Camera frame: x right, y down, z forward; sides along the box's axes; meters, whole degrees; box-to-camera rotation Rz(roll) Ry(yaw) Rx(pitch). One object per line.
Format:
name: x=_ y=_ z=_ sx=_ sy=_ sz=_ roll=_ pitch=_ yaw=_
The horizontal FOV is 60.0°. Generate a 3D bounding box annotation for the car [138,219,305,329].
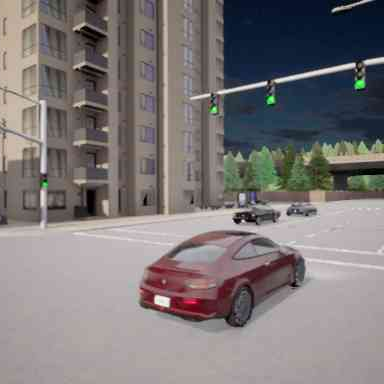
car: x=0.889 y=1.547 z=7.086 sx=1.812 sy=1.442 sz=4.674 roll=0 pitch=0 yaw=36

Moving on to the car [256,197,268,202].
car: x=11.673 y=1.613 z=61.597 sx=4.902 sy=1.511 sz=2.128 roll=0 pitch=0 yaw=37

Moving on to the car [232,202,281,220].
car: x=4.796 y=1.670 z=24.420 sx=1.895 sy=1.301 sz=4.718 roll=0 pitch=0 yaw=36

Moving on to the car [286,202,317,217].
car: x=10.764 y=1.632 z=32.539 sx=1.994 sy=1.385 sz=4.181 roll=0 pitch=0 yaw=36
